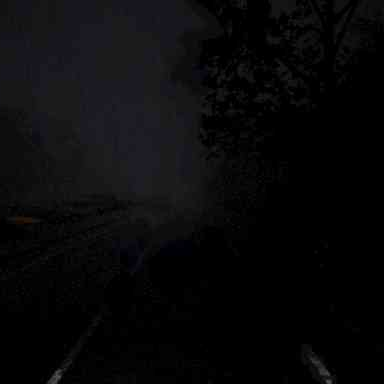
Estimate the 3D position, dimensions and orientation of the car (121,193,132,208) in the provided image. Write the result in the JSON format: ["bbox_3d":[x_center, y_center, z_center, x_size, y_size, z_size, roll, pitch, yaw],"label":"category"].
[{"bbox_3d":[-10.299,1.359,41.754,4.553,1.767,2.185,0,0,0],"label":"car"}]

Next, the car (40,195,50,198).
[{"bbox_3d":[-23.371,1.539,47.237,4.792,1.488,2.163,0,0,0],"label":"car"}]

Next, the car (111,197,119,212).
[{"bbox_3d":[-10.247,1.500,33.427,4.792,1.488,2.163,0,0,0],"label":"car"}]

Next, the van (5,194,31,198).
[{"bbox_3d":[-23.239,1.259,41.846,4.442,1.987,1.878,0,0,0],"label":"van"}]

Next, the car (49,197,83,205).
[{"bbox_3d":[-23.142,1.639,61.210,5.366,1.575,1.946,0,-1,0],"label":"car"}]

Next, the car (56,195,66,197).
[{"bbox_3d":[-23.308,1.588,52.901,4.792,1.488,2.163,0,-1,0],"label":"car"}]

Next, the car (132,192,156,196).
[{"bbox_3d":[-10.273,1.420,63.957,5.566,2.045,2.435,0,-1,0],"label":"car"}]

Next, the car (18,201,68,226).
[{"bbox_3d":[-10.284,1.452,19.547,4.892,1.521,2.231,0,0,0],"label":"car"}]

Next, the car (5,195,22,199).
[{"bbox_3d":[-23.356,1.478,39.060,5.008,1.535,2.097,0,0,0],"label":"car"}]

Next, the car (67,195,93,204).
[{"bbox_3d":[-23.350,1.600,69.397,4.553,1.767,2.185,0,-1,0],"label":"car"}]

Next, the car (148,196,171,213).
[{"bbox_3d":[-3.381,1.514,36.891,1.812,1.442,4.674,0,0,0],"label":"car"}]

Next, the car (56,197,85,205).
[{"bbox_3d":[-23.322,1.711,63.980,4.674,1.452,2.002,0,-1,0],"label":"car"}]

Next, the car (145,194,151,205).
[{"bbox_3d":[-10.068,1.584,55.626,5.366,1.575,1.946,0,-1,0],"label":"car"}]

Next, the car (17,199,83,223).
[{"bbox_3d":[-10.294,1.456,22.323,4.892,1.521,2.231,0,0,0],"label":"car"}]

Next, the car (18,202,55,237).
[{"bbox_3d":[-10.108,1.444,16.770,5.366,1.575,1.946,0,0,0],"label":"car"}]

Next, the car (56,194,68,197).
[{"bbox_3d":[-23.362,1.335,55.674,5.566,2.045,2.435,0,-1,0],"label":"car"}]

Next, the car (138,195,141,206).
[{"bbox_3d":[-10.447,1.508,47.301,5.366,1.575,1.946,0,0,0],"label":"car"}]

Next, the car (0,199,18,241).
[{"bbox_3d":[-10.265,1.318,13.994,4.553,1.767,2.185,0,0,0],"label":"car"}]

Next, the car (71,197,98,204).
[{"bbox_3d":[-23.311,1.753,72.167,5.008,1.535,2.097,0,-1,0],"label":"car"}]

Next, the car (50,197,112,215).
[{"bbox_3d":[-10.250,1.496,30.651,4.792,1.488,2.163,0,0,0],"label":"car"}]

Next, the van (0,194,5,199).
[{"bbox_3d":[-23.470,1.248,36.290,4.442,1.987,1.878,0,0,0],"label":"van"}]

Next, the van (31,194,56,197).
[{"bbox_3d":[-23.456,1.306,50.010,4.442,1.987,1.878,0,0,0],"label":"van"}]

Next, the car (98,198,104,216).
[{"bbox_3d":[-10.253,1.492,27.875,4.792,1.488,2.163,0,0,0],"label":"car"}]

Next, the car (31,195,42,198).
[{"bbox_3d":[-23.374,1.524,44.597,4.792,1.488,2.163,0,0,0],"label":"car"}]

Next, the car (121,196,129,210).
[{"bbox_3d":[-10.300,1.508,38.980,4.792,1.488,2.163,0,0,0],"label":"car"}]

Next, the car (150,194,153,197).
[{"bbox_3d":[-10.433,1.640,61.178,5.366,1.575,1.946,0,-1,0],"label":"car"}]

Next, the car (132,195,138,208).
[{"bbox_3d":[-10.259,1.496,44.533,4.892,1.521,2.231,0,0,0],"label":"car"}]

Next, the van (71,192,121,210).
[{"bbox_3d":[-10.390,1.249,36.204,4.442,1.987,1.878,0,0,0],"label":"van"}]

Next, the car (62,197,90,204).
[{"bbox_3d":[-23.292,1.728,66.750,4.792,1.488,2.163,0,-1,0],"label":"car"}]

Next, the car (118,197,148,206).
[{"bbox_3d":[-10.257,1.616,58.402,4.892,1.521,2.231,0,-1,0],"label":"car"}]

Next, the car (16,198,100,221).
[{"bbox_3d":[-10.100,1.456,25.099,5.366,1.575,1.946,0,0,0],"label":"car"}]

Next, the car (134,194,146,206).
[{"bbox_3d":[-10.074,1.529,49.953,5.366,1.575,1.946,0,-1,0],"label":"car"}]
